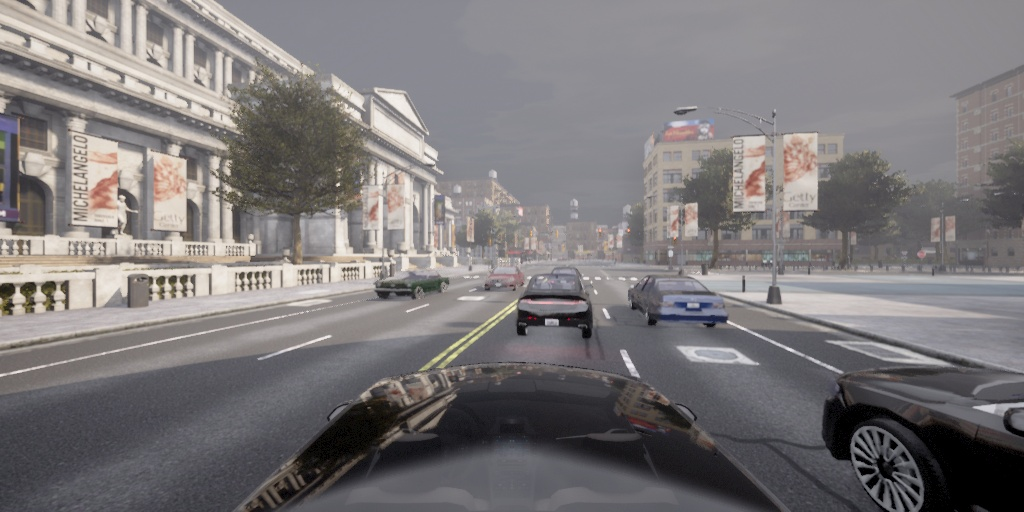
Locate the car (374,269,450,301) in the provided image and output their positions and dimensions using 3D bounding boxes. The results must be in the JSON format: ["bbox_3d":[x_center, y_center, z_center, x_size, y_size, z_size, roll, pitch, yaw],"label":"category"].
[{"bbox_3d":[-4.724,1.345,17.619,1.895,1.301,4.718,0,0,11],"label":"car"}]

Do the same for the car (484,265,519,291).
[{"bbox_3d":[-0.319,1.305,21.926,1.812,1.442,4.674,0,0,11],"label":"car"}]

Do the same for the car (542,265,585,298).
[{"bbox_3d":[2.937,1.290,19.724,2.033,1.411,5.357,0,0,11],"label":"car"}]

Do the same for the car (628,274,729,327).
[{"bbox_3d":[5.012,1.293,11.550,2.033,1.411,5.357,0,0,10],"label":"car"}]

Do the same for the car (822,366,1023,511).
[{"bbox_3d":[3.772,1.241,1.278,2.128,1.511,4.902,0,0,0],"label":"car"}]

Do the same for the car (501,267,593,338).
[{"bbox_3d":[1.265,1.238,10.248,2.128,1.511,4.902,0,0,9],"label":"car"}]
